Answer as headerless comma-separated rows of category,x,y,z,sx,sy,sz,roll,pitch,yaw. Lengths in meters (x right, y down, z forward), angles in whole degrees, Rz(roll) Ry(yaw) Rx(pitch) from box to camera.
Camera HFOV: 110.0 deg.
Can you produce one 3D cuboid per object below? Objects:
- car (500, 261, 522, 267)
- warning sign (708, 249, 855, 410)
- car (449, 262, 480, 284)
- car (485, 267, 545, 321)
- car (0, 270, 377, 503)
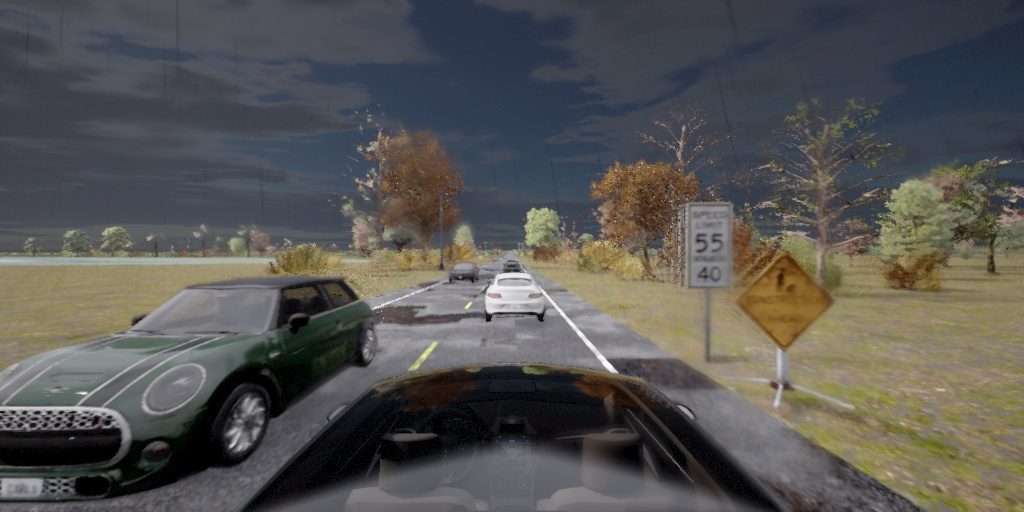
car,0.006,1.241,37.994,1.837,1.490,4.892,0,1,0
warning sign,3.549,0.866,4.714,1.300,1.860,1.060,0,0,0
car,-3.599,1.222,27.523,1.882,1.535,5.008,0,0,0
car,0.081,1.276,12.387,1.812,1.442,4.674,0,0,0
car,-3.605,1.101,4.880,2.097,1.767,4.553,0,0,0
